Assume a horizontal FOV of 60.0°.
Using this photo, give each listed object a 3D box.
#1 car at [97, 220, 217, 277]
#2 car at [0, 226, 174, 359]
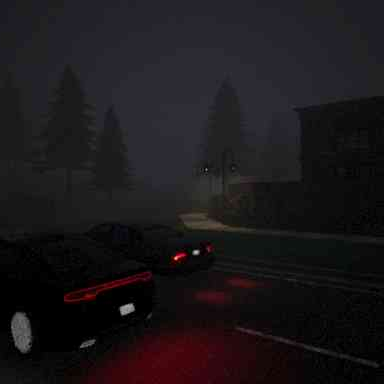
[{"bbox_3d":[-1.927,1.547,9.667,5.357,1.411,2.033,0,0,36],"label":"car"},{"bbox_3d":[-2.910,1.477,6.066,5.008,1.535,1.882,0,0,36],"label":"car"}]
